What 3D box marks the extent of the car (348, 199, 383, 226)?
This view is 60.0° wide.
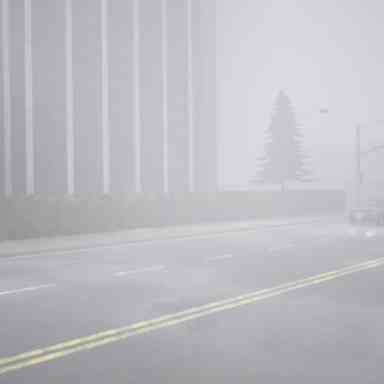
[{"bbox_3d":[11.723,1.211,20.841,4.902,1.511,2.128,-1,0,-35],"label":"car"}]
